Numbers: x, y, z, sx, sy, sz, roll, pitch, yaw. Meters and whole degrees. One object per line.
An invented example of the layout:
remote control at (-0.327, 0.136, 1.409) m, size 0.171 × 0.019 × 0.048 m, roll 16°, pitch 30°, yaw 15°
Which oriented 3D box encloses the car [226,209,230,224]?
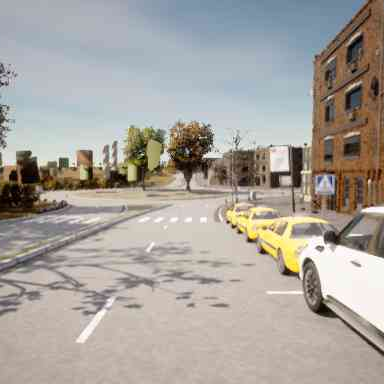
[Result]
car at (3.235, 1.421, 21.154) m, size 1.946 × 1.575 × 5.366 m, roll 0°, pitch 0°, yaw 0°

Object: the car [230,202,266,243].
car at (3.225, 1.419, 15.631) m, size 1.946 × 1.575 × 5.366 m, roll 0°, pitch 0°, yaw 0°

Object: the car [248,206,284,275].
car at (3.225, 1.420, 10.107) m, size 1.946 × 1.575 × 5.366 m, roll 0°, pitch 0°, yaw 0°

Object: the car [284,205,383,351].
car at (3.222, 1.172, 4.298) m, size 2.435 × 2.045 × 5.566 m, roll 0°, pitch 0°, yaw 0°
